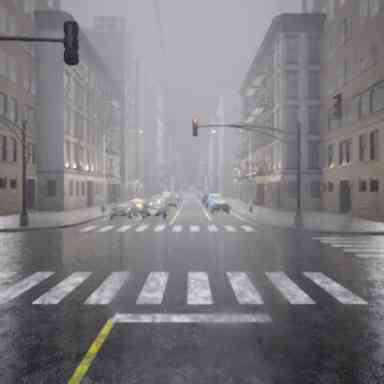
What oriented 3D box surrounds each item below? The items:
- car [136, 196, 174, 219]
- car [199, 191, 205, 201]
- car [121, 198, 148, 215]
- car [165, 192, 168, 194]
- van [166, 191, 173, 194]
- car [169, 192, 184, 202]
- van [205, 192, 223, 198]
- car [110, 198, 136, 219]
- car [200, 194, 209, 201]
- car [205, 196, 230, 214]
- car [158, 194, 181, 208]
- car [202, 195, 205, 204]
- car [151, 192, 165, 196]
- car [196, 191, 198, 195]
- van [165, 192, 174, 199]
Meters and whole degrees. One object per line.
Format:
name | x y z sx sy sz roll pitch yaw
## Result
car | -2.851 1.317 26.759 2.128 1.511 4.902 0 0 0
car | 2.637 0.966 53.788 2.192 1.841 5.009 0 0 0
car | -5.399 1.317 31.993 1.752 1.417 4.829 0 0 0
car | -5.423 1.178 53.617 1.752 1.417 4.829 0 0 0
van | -5.440 0.889 70.004 1.690 1.788 3.998 0 0 0
car | -2.760 1.202 61.583 1.994 1.385 4.181 0 0 0
van | 2.635 1.097 37.570 1.690 1.788 3.998 0 0 0
car | -5.394 1.377 26.757 2.008 1.369 4.403 0 0 0
car | 2.639 1.072 70.177 1.752 1.417 4.829 0 0 0
car | 2.635 1.342 32.165 2.008 1.369 4.403 0 0 0
car | -2.844 1.271 42.589 2.033 1.411 5.357 0 0 0
car | 2.636 1.303 42.978 1.802 1.307 4.206 0 0 0
car | -5.417 1.127 48.381 1.967 1.590 4.097 0 0 0
car | 2.641 0.988 86.226 1.887 1.381 4.507 0 0 0
van | -5.452 0.819 80.816 1.690 1.788 3.998 0 0 0
